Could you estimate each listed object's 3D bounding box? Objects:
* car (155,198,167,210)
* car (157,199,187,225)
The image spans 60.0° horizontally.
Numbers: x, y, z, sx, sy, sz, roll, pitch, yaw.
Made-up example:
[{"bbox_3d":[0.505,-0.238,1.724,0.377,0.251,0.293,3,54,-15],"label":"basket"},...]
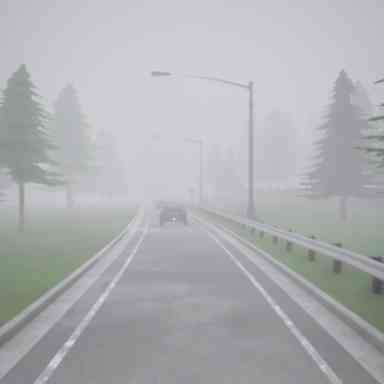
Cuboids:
[{"bbox_3d":[-3.772,1.518,43.075,1.812,1.442,4.674,0,0,-8],"label":"car"},{"bbox_3d":[-1.417,1.499,24.058,1.837,1.490,4.892,0,0,-6],"label":"car"}]
